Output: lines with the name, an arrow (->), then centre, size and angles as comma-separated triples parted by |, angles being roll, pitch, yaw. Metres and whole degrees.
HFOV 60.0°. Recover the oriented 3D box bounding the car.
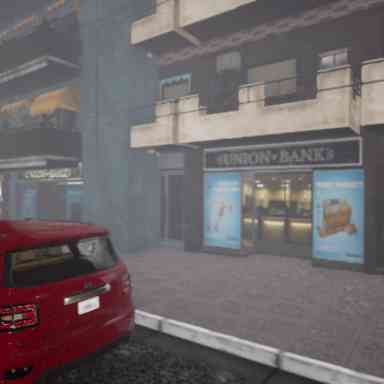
car -> -3.080, 1.342, 5.053 | 5.009, 1.841, 2.192 | 0, 1, 35
